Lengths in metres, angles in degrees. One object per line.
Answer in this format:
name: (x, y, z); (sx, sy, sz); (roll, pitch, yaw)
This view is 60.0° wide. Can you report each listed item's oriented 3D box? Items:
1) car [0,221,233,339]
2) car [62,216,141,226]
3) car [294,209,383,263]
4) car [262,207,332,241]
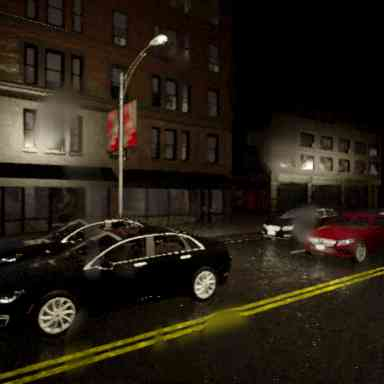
car: (-1.376, 1.501, 6.683); (4.892, 1.490, 1.837); (0, 0, -35)
car: (-2.893, 1.499, 9.588); (4.892, 1.490, 1.837); (0, 0, -35)
car: (5.983, 1.488, 11.905); (4.674, 1.442, 1.812); (0, 0, -35)
car: (5.371, 1.448, 15.444); (4.902, 1.511, 2.128); (0, 0, -35)
